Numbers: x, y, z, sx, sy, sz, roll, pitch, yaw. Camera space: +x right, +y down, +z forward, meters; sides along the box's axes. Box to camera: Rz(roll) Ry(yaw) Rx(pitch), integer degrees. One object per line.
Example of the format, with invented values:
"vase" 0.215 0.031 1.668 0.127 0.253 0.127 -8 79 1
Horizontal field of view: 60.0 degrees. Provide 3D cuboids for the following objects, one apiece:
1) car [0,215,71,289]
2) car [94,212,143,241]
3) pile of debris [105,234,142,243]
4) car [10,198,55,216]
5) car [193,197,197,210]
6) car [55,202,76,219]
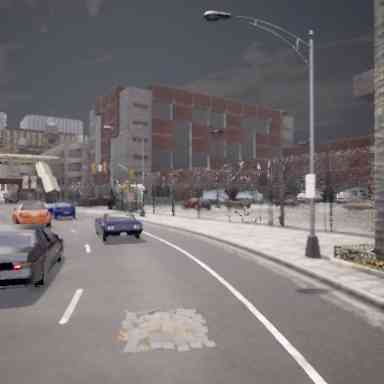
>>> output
"car" -4.817 1.620 9.291 2.033 1.411 5.357 0 0 -14
"car" -4.029 1.711 17.628 1.895 1.301 4.718 0 0 -22
"pile of debris" -3.418 2.279 16.417 1.500 0.140 1.860 0 0 -22
"car" -11.385 1.531 23.509 2.097 1.767 4.553 0 0 -31
"car" 0.529 1.491 45.330 2.185 1.767 4.553 0 0 -35
"car" -12.480 1.705 31.628 1.882 1.535 5.008 0 0 -34
